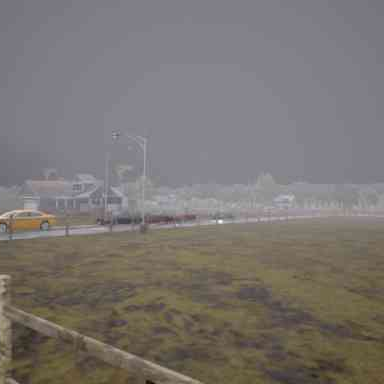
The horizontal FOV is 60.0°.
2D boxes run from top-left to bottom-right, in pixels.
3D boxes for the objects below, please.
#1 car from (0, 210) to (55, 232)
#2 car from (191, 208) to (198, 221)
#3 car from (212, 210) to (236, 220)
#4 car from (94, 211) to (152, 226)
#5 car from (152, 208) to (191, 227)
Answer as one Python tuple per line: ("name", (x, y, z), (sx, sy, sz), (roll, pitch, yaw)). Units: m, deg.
("car", (-12.345, 2.030, 23.811), (1.882, 1.535, 5.008), (0, -2, 34))
("car", (-1.126, 2.688, 39.724), (2.097, 1.767, 4.553), (0, -2, 36))
("car", (4.646, 3.317, 47.825), (1.994, 1.385, 4.181), (0, -2, 35))
("car", (-6.714, 2.490, 31.846), (2.033, 1.411, 5.357), (0, -2, 35))
("car", (-2.632, 2.534, 32.496), (1.882, 1.535, 5.008), (0, -2, 35))
